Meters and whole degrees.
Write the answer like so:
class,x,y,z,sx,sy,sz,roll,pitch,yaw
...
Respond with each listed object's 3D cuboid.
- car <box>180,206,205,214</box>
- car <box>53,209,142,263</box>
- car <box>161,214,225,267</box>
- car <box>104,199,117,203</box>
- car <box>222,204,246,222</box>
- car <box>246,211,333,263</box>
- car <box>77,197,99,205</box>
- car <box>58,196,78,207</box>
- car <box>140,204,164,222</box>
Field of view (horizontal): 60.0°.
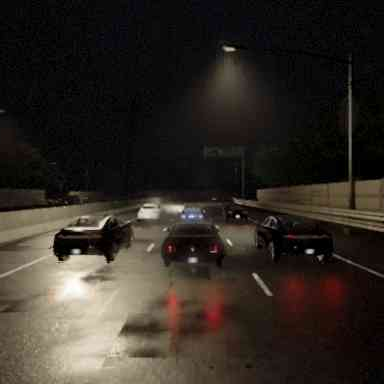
class,x,y,z,sx,sy,sz,roll,pitch,yaw
car,0.034,1.737,25.249,2.033,1.411,5.357,0,0,1
car,-3.448,1.587,12.387,2.128,1.511,4.902,0,0,1
car,0.046,1.692,11.801,1.895,1.301,4.718,0,0,1
car,-14.023,1.951,57.461,1.812,1.442,4.674,0,0,1
car,3.563,1.734,28.083,1.812,1.442,4.674,0,0,1
car,3.552,1.587,12.400,2.128,1.511,4.902,0,0,0
car,-17.518,1.777,57.293,2.097,1.767,4.553,0,0,1
car,-21.008,1.644,57.042,2.150,2.045,5.566,0,0,1
car,-3.438,1.735,28.086,1.812,1.442,4.674,0,0,0
